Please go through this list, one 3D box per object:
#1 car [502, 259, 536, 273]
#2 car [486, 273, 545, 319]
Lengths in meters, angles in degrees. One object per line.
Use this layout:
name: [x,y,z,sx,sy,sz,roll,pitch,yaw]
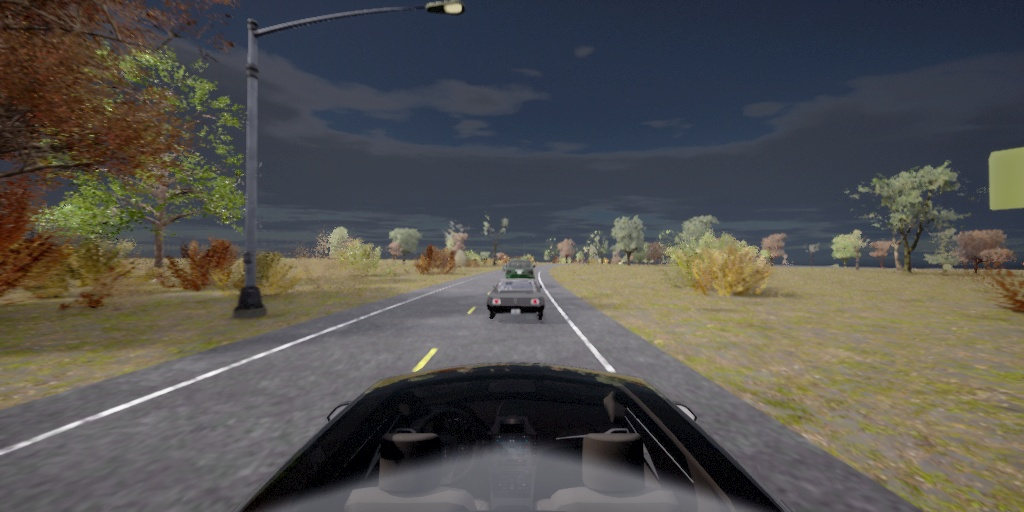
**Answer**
car: [0.670,1.279,27.952,2.150,2.045,5.566,0,0,3]
car: [0.192,1.488,13.487,1.895,1.301,4.718,0,-1,2]
